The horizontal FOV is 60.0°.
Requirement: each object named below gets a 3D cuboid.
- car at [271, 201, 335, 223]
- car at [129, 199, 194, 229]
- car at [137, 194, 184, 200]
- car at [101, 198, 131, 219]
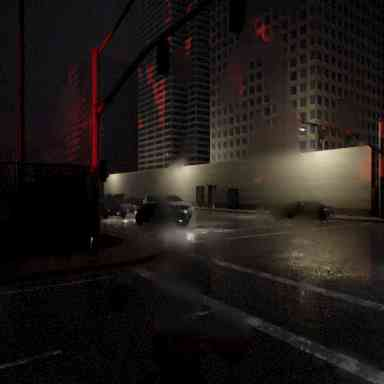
[{"bbox_3d":[8.356,1.435,25.488,2.128,1.511,4.902,0,0,-39],"label":"car"},{"bbox_3d":[-2.042,1.449,21.477,1.837,1.490,4.892,0,0,-35],"label":"car"},{"bbox_3d":[-2.106,1.166,27.636,2.150,2.045,5.566,0,0,-35],"label":"car"},{"bbox_3d":[-7.367,1.470,28.988,1.812,1.442,4.674,0,0,-35],"label":"car"}]
